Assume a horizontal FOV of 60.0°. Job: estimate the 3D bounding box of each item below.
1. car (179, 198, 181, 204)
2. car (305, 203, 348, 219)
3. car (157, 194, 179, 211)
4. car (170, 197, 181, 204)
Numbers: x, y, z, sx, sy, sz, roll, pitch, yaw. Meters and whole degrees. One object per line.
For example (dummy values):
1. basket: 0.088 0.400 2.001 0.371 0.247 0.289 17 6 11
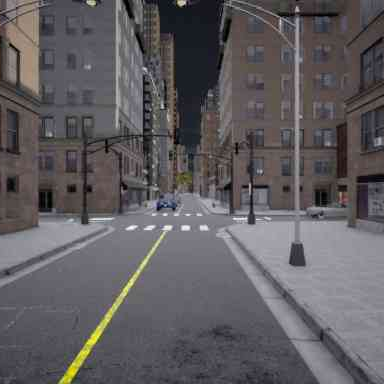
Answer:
1. car: -3.144 1.572 51.906 2.033 1.411 5.357 0 0 0
2. car: 12.320 1.595 28.645 4.718 1.301 1.895 0 0 0
3. car: -3.142 1.240 41.546 2.150 2.045 5.566 0 0 -1
4. car: -3.106 1.597 63.334 1.994 1.385 4.181 0 0 0
